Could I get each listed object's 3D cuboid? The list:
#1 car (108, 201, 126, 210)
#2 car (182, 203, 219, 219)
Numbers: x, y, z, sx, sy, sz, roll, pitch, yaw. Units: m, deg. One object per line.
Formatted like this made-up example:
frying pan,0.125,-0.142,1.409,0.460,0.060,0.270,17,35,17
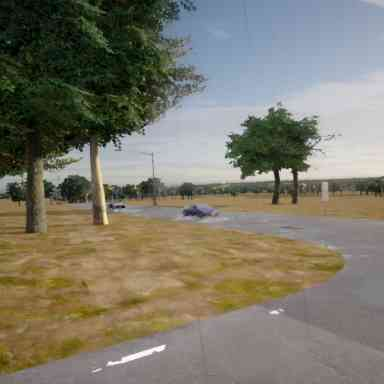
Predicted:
car,-12.707,2.187,55.890,2.033,1.411,5.357,-3,0,-28
car,0.704,1.776,32.285,1.812,1.442,4.674,-3,1,-31
